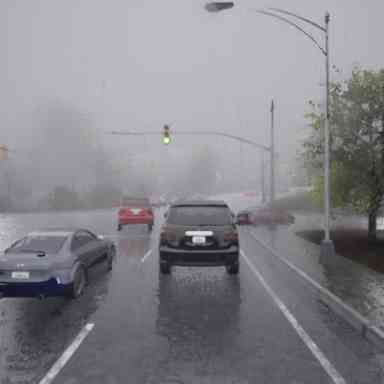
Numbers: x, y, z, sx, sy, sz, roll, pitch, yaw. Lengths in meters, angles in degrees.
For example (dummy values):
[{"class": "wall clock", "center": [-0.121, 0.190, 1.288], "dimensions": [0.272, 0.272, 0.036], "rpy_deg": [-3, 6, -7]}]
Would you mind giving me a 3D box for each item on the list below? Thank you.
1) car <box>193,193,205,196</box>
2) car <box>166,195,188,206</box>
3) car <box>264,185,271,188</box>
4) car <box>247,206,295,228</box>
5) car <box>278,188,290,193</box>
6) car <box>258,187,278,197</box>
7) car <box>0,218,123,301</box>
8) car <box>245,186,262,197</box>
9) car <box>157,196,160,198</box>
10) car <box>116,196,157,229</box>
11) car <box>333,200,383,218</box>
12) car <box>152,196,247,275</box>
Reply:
[{"class": "car", "center": [1.205, 1.091, 68.293], "dimensions": [2.128, 1.511, 4.902], "rpy_deg": [0, 3, 23]}, {"class": "car", "center": [-2.609, 1.463, 58.772], "dimensions": [2.128, 1.511, 4.902], "rpy_deg": [0, 2, 20]}, {"class": "car", "center": [19.671, -0.710, 86.110], "dimensions": [2.150, 2.045, 5.566], "rpy_deg": [0, 3, 38]}, {"class": "car", "center": [5.070, 1.651, 22.875], "dimensions": [4.181, 1.385, 1.994], "rpy_deg": [0, -1, -30]}, {"class": "car", "center": [23.268, -0.424, 85.088], "dimensions": [2.033, 1.411, 5.357], "rpy_deg": [0, 3, 38]}, {"class": "car", "center": [17.557, 0.311, 76.703], "dimensions": [1.895, 1.301, 4.718], "rpy_deg": [0, 3, 33]}, {"class": "car", "center": [-3.306, 1.594, 8.488], "dimensions": [1.994, 1.385, 4.181], "rpy_deg": [0, 0, 1]}, {"class": "car", "center": [13.989, 0.140, 77.577], "dimensions": [2.097, 1.767, 4.553], "rpy_deg": [0, 3, 33]}, {"class": "car", "center": [-5.357, 1.493, 49.989], "dimensions": [2.097, 1.767, 4.553], "rpy_deg": [0, 1, 16]}, {"class": "car", "center": [-3.784, 1.306, 22.026], "dimensions": [2.150, 2.045, 5.566], "rpy_deg": [1, 0, -11]}, {"class": "car", "center": [15.991, 1.661, 30.644], "dimensions": [4.718, 1.301, 1.895], "rpy_deg": [-1, 0, 3]}, {"class": "car", "center": [0.240, 1.260, 10.768], "dimensions": [2.150, 2.045, 5.566], "rpy_deg": [0, 0, 1]}]
